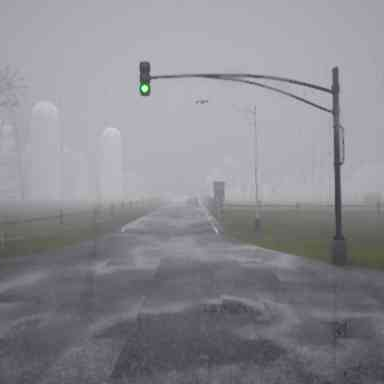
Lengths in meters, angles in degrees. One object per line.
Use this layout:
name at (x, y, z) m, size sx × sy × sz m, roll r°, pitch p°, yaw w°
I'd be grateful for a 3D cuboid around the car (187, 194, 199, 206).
car at (0.091, 1.399, 53.085) m, size 2.128 × 1.511 × 4.902 m, roll -1°, pitch 0°, yaw 0°

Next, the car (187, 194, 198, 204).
car at (0.113, 1.243, 63.477) m, size 2.097 × 1.767 × 4.553 m, roll -1°, pitch 0°, yaw 0°
